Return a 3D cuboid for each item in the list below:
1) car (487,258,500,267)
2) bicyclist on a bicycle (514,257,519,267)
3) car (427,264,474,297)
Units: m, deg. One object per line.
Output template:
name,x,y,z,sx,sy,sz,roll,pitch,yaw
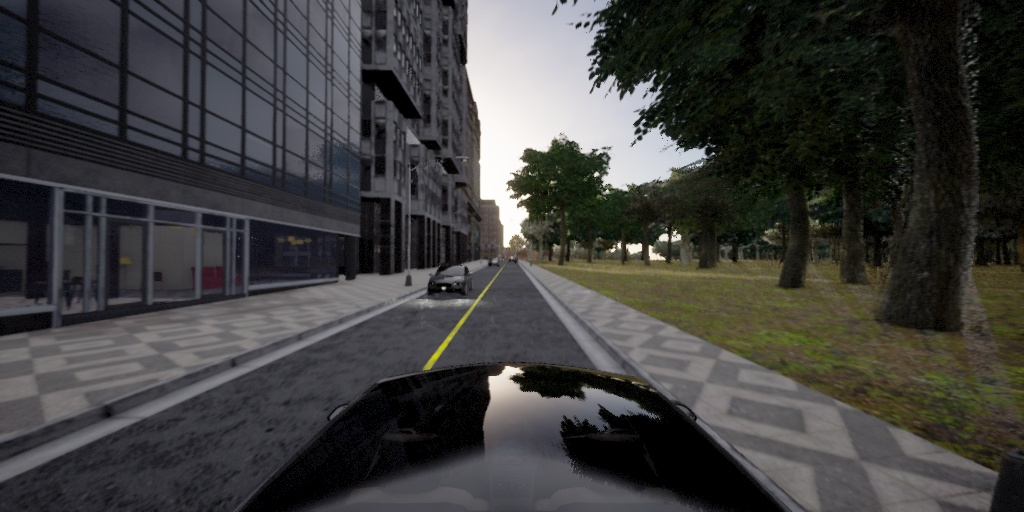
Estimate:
car,-3.052,1.106,60.009,1.837,1.490,4.892,0,0,1
bicyclist on a bicycle,0.812,1.053,62.586,0.582,1.620,1.656,0,0,0
car,-3.102,1.200,18.718,1.837,1.490,4.892,0,0,0
